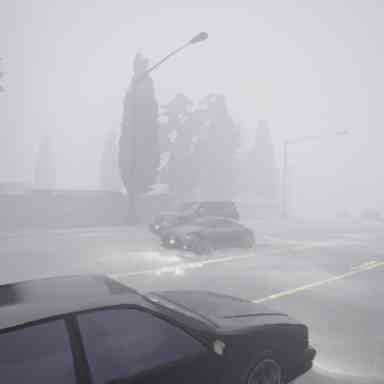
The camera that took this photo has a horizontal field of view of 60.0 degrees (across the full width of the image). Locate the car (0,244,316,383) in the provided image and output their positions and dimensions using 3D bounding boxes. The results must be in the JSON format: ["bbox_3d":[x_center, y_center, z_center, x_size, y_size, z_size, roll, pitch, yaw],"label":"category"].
[{"bbox_3d":[-1.135,1.562,3.033,5.357,1.411,2.033,1,-1,-37],"label":"car"}]

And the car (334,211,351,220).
[{"bbox_3d":[24.236,3.724,53.631,1.994,1.385,4.181,1,-2,16],"label":"car"}]

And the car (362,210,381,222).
[{"bbox_3d":[26.265,3.377,48.792,2.097,1.767,4.553,1,-2,21],"label":"car"}]

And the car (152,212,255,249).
[{"bbox_3d":[0.753,1.724,13.871,4.181,1.385,1.994,2,-1,-41],"label":"car"}]

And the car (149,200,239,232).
[{"bbox_3d":[0.343,1.441,18.110,5.566,2.045,2.150,2,-1,-43],"label":"car"}]
